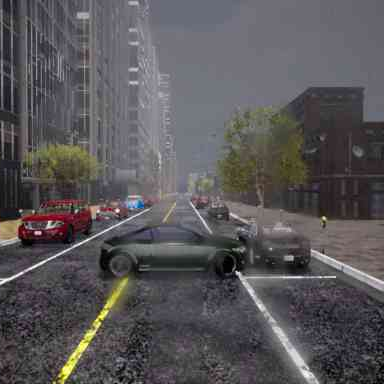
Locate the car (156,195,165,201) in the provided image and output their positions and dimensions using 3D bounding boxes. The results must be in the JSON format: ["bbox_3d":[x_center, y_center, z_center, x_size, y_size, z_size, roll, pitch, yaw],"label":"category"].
[{"bbox_3d":[-7.857,1.497,82.688,1.752,1.417,4.829,-1,0,-1],"label":"car"}]

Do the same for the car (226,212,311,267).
[{"bbox_3d":[2.548,1.548,11.148,2.008,1.369,4.403,-1,0,-2],"label":"car"}]

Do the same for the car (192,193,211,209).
[{"bbox_3d":[1.537,1.301,44.340,2.192,1.841,5.009,-1,0,-2],"label":"car"}]

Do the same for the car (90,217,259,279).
[{"bbox_3d":[-0.468,1.556,9.499,4.181,1.385,1.994,0,0,-2],"label":"car"}]

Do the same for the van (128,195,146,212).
[{"bbox_3d":[-6.694,1.329,38.595,1.690,1.788,3.998,-1,0,-2],"label":"van"}]

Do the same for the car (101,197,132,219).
[{"bbox_3d":[-6.392,1.432,26.802,1.967,1.590,4.097,-1,0,-2],"label":"car"}]

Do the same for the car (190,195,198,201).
[{"bbox_3d":[0.517,1.537,83.068,1.947,1.339,4.313,-1,0,-1],"label":"car"}]

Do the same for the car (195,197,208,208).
[{"bbox_3d":[1.390,1.509,50.042,1.752,1.417,4.829,-1,0,-2],"label":"car"}]

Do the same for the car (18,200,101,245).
[{"bbox_3d":[-6.192,1.310,15.734,2.192,1.841,5.009,-1,0,-2],"label":"car"}]

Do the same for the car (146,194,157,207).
[{"bbox_3d":[-6.986,1.299,49.661,2.192,1.841,5.009,-1,0,-2],"label":"car"}]

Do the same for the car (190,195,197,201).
[{"bbox_3d":[0.371,1.551,88.600,1.802,1.307,4.206,-1,0,-2],"label":"car"}]

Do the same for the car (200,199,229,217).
[{"bbox_3d":[2.011,1.543,27.007,2.008,1.369,4.403,-1,0,-1],"label":"car"}]

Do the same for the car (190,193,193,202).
[{"bbox_3d":[0.805,1.291,72.003,2.192,1.841,5.009,-1,0,-2],"label":"car"}]

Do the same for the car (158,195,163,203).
[{"bbox_3d":[-7.422,1.522,66.260,1.887,1.381,4.507,-1,0,-2],"label":"car"}]
